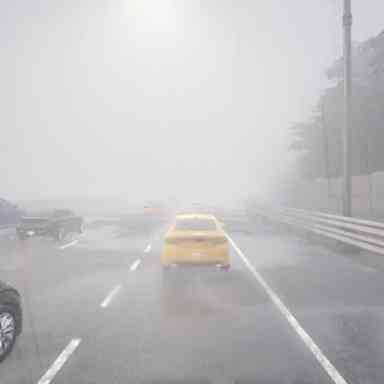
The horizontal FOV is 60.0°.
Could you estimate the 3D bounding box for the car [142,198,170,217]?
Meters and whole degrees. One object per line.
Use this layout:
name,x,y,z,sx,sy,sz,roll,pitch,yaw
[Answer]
car,-3.404,1.468,30.985,1.882,1.535,5.008,0,0,0

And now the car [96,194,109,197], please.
car,-24.372,1.334,92.378,1.837,1.490,4.892,0,0,0

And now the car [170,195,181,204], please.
car,-3.295,1.332,64.654,2.097,1.767,4.553,0,0,0

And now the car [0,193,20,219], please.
car,-10.370,1.216,16.689,2.150,2.045,5.566,0,0,0

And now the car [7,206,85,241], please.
car,-6.869,1.499,16.624,1.837,1.490,4.892,0,0,0

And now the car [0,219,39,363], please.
car,-3.499,1.352,2.963,2.097,1.767,4.553,0,0,0

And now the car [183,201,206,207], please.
car,0.221,1.516,29.168,1.812,1.442,4.674,0,0,1

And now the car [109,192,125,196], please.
car,-20.872,1.387,92.411,1.994,1.385,4.181,0,0,0

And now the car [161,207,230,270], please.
car,0.115,1.474,11.067,1.882,1.535,5.008,0,0,0
